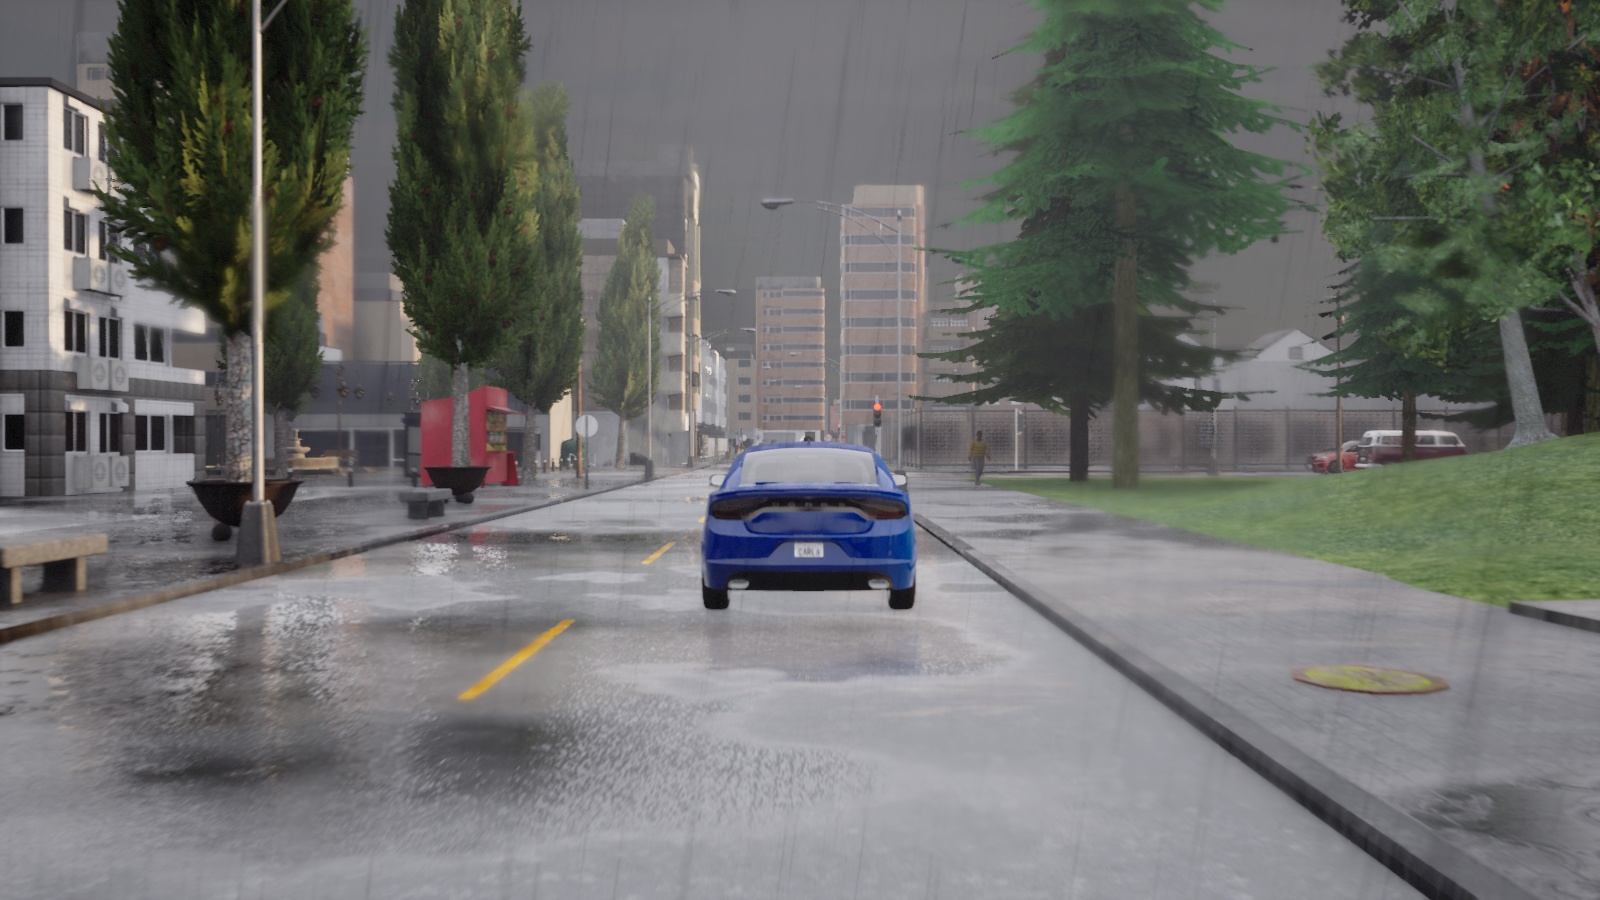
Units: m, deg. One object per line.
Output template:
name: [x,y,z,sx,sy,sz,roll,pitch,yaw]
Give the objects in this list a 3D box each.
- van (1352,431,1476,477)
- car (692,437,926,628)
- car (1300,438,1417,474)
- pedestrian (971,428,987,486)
van: [27.300,0.172,55.951,4.480,2.038,2.069,0,0,0]
car: [0.086,0.652,12.642,1.882,1.535,5.008,0,0,0]
car: [26.603,0.270,59.955,4.611,1.667,2.242,0,0,0]
pedestrian: [5.750,0.230,40.373,0.431,1.840,0.709,0,0,0]
